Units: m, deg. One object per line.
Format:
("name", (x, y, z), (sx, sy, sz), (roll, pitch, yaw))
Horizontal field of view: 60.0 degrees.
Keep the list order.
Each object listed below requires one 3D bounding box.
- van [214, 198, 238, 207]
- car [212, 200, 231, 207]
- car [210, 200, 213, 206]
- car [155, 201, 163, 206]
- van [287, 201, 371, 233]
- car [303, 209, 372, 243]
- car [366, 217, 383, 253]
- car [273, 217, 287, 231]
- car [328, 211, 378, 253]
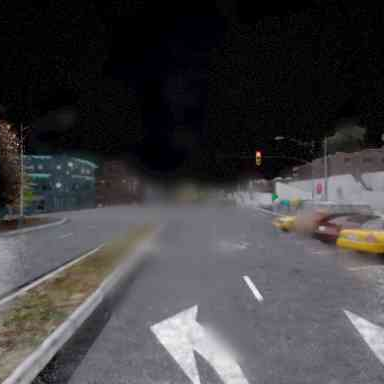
("van", (7.963, 2.322, 74.091), (4.442, 1.987, 1.878), (2, -2, -20))
("car", (8.101, 3.120, 91.995), (4.553, 1.767, 2.185), (2, -2, -20))
("car", (7.896, 2.890, 82.988), (5.366, 1.575, 1.946), (2, -2, -20))
("car", (-8.879, 3.206, 89.329), (1.994, 1.385, 4.181), (0, -2, 0))
("van", (7.964, 1.534, 18.828), (4.442, 1.987, 1.878), (1, -1, -20))
("car", (8.095, 1.746, 15.898), (4.792, 1.488, 2.163), (1, -1, -20))
("car", (8.063, 1.628, 9.922), (4.892, 1.521, 2.231), (1, -1, -20))
("car", (7.897, 1.801, 21.783), (5.366, 1.575, 1.946), (1, -1, -20))
("car", (8.243, 1.671, 12.969), (5.366, 1.575, 1.946), (1, -1, -20))
